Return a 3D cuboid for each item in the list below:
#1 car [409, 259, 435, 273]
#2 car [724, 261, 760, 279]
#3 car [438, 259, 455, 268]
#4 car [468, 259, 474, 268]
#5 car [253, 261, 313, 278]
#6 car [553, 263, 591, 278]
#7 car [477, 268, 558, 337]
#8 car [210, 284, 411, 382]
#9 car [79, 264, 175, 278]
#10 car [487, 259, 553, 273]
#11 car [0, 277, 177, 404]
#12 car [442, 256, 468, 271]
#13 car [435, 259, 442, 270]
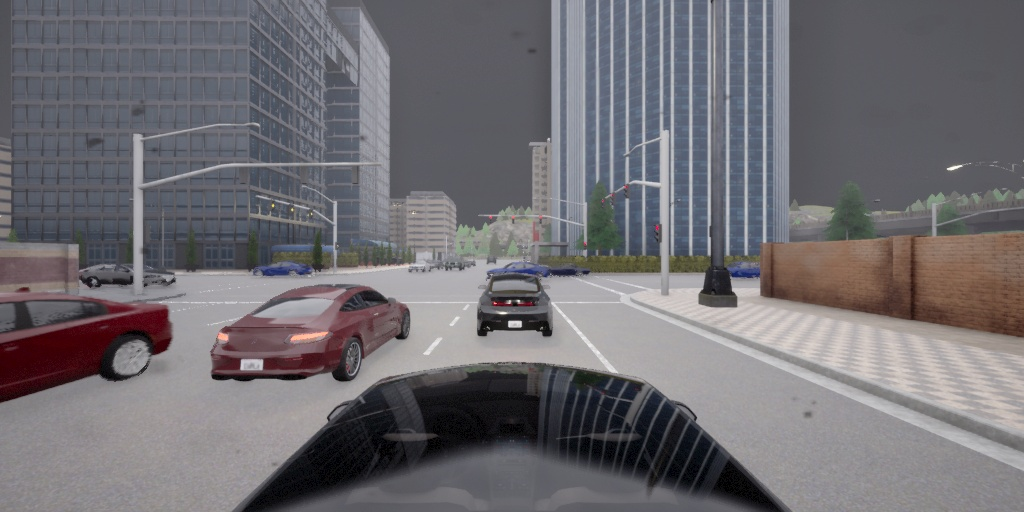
[{"bbox_3d":[-11.364,1.276,44.595,1.812,1.442,4.674,0,0,1],"label":"car"},{"bbox_3d":[19.295,1.227,30.366,5.008,1.535,1.882,0,0,0],"label":"car"},{"bbox_3d":[-11.564,1.241,63.931,2.128,1.511,4.902,0,0,0],"label":"car"},{"bbox_3d":[-8.010,1.314,60.001,1.994,1.385,4.181,0,0,0],"label":"car"},{"bbox_3d":[-21.380,1.227,33.516,5.008,1.535,1.882,0,0,0],"label":"car"},{"bbox_3d":[4.855,1.351,33.744,4.718,1.301,1.895,0,0,0],"label":"car"},{"bbox_3d":[0.069,1.255,10.314,1.837,1.490,4.892,0,0,0],"label":"car"},{"bbox_3d":[-3.435,1.276,7.050,1.812,1.442,4.674,0,0,0],"label":"car"},{"bbox_3d":[-24.218,1.241,22.766,4.902,1.511,2.128,0,0,0],"label":"car"},{"bbox_3d":[0.390,1.227,28.118,5.008,1.535,1.882,0,-1,-24],"label":"car"},{"bbox_3d":[-7.108,1.227,4.390,1.882,1.535,5.008,0,0,0],"label":"car"},{"bbox_3d":[-7.872,0.971,50.049,2.150,2.045,5.566,0,0,-1],"label":"car"},{"bbox_3d":[-11.433,1.241,53.544,2.128,1.511,4.902,0,0,-1],"label":"car"}]
